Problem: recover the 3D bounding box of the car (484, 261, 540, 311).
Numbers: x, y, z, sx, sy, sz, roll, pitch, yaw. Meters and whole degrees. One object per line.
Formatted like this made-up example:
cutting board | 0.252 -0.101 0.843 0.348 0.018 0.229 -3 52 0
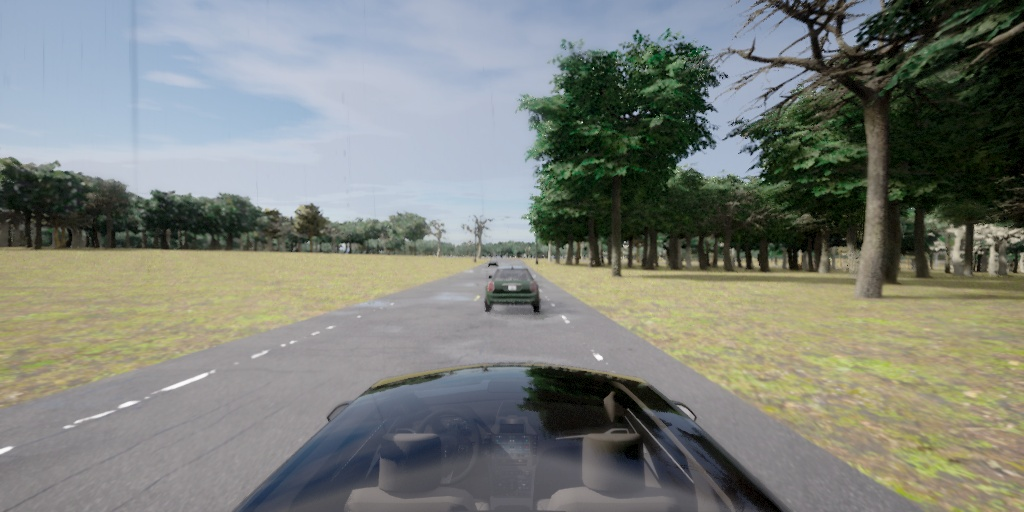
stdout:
car | 0.023 1.207 15.245 2.097 1.767 4.553 0 0 0
